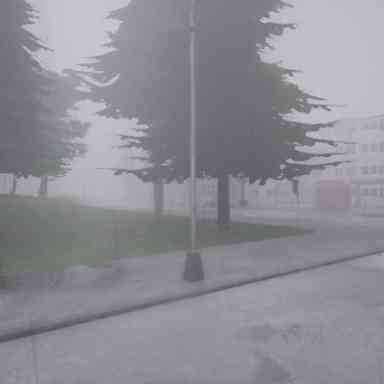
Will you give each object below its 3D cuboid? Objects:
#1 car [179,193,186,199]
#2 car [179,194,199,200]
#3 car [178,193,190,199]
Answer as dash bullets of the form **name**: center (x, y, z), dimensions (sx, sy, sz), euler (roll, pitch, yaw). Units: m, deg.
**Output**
- **car**: center (-0.825, 1.109, 86.325), dimensions (4.536, 1.218, 1.853), euler (0, 0, -6)
- **car**: center (-0.772, 1.266, 86.331), dimensions (4.974, 1.542, 2.038), euler (0, 0, -6)
- **car**: center (-2.119, 1.020, 88.806), dimensions (1.845, 1.501, 3.633), euler (-1, 0, -24)
